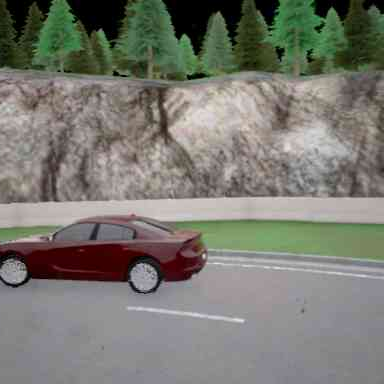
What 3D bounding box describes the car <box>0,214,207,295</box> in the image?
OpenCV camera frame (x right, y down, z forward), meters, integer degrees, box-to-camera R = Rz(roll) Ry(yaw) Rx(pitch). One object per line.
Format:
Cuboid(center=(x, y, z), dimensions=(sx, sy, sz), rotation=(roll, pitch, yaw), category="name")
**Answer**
Cuboid(center=(-2.163, 1.282, 7.847), dimensions=(5.008, 1.535, 1.882), rotation=(-1, 1, 12), category="car")
